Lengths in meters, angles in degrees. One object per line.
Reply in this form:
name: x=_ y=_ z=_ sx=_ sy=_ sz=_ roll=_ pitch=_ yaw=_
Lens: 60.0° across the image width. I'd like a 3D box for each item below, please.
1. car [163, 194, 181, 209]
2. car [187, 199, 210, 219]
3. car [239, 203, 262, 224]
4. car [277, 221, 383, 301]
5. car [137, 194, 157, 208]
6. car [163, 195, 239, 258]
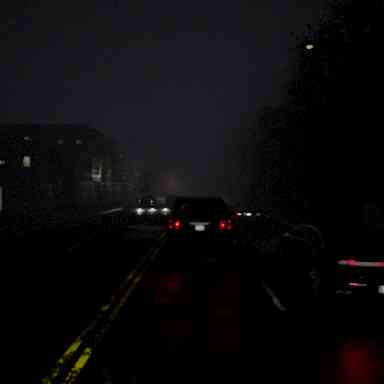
car: x=-2.569 y=1.158 z=43.667 sx=2.097 sy=1.767 sz=4.553 roll=0 pitch=0 yaw=1
car: x=0.587 y=1.387 z=28.909 sx=1.837 sy=1.490 sz=4.892 roll=0 pitch=0 yaw=1
car: x=3.731 y=1.463 z=23.977 sx=2.033 sy=1.411 sz=5.357 roll=0 pitch=0 yaw=1
car: x=3.438 y=1.472 z=8.205 sx=2.128 sy=1.511 sz=4.902 roll=0 pitch=0 yaw=1
car: x=-5.819 y=1.144 z=43.724 sx=2.097 sy=1.767 sz=4.553 roll=0 pitch=0 yaw=1
car: x=0.295 y=1.168 z=12.695 sx=2.150 sy=2.045 sz=5.566 roll=0 pitch=0 yaw=1
